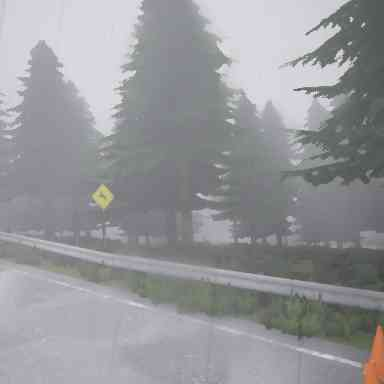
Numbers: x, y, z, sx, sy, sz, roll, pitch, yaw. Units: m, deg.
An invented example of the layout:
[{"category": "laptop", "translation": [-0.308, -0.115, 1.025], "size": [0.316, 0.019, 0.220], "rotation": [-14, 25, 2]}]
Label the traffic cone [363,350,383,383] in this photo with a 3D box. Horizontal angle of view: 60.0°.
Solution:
[{"category": "traffic cone", "translation": [1.779, 1.956, 3.279], "size": [0.340, 0.580, 0.340], "rotation": [0, 0, 34]}]

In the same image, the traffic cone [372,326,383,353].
[{"category": "traffic cone", "translation": [2.324, 1.956, 4.115], "size": [0.340, 0.580, 0.340], "rotation": [0, 0, 34]}]
